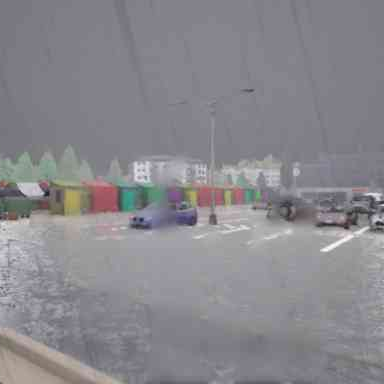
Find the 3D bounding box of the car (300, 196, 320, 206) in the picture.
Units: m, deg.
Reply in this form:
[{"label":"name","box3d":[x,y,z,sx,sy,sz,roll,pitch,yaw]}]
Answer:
[{"label":"car","box3d":[18.809,1.447,53.020,1.970,1.475,3.806,0,0,36]}]

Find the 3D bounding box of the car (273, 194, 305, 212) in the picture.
[{"label":"car","box3d":[10.887,1.205,37.111,1.932,1.855,4.605,0,0,36]}]

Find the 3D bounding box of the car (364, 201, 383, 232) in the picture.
[{"label":"car","box3d":[11.095,1.453,18.425,1.970,1.475,3.806,0,0,36]}]

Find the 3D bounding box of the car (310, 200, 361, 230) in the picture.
[{"label":"car","box3d":[8.751,1.419,20.124,1.784,1.438,3.905,0,0,36]}]

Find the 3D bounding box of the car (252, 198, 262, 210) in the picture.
[{"label":"car","box3d":[8.579,1.414,38.862,1.784,1.438,3.905,0,0,36]}]

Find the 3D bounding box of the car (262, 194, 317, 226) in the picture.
[{"label":"car","box3d":[6.548,1.207,21.657,1.932,1.855,4.605,0,0,36]}]

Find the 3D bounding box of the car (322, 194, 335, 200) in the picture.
[{"label":"car","box3d":[21.147,1.210,51.313,1.905,1.878,3.866,0,0,36]}]
